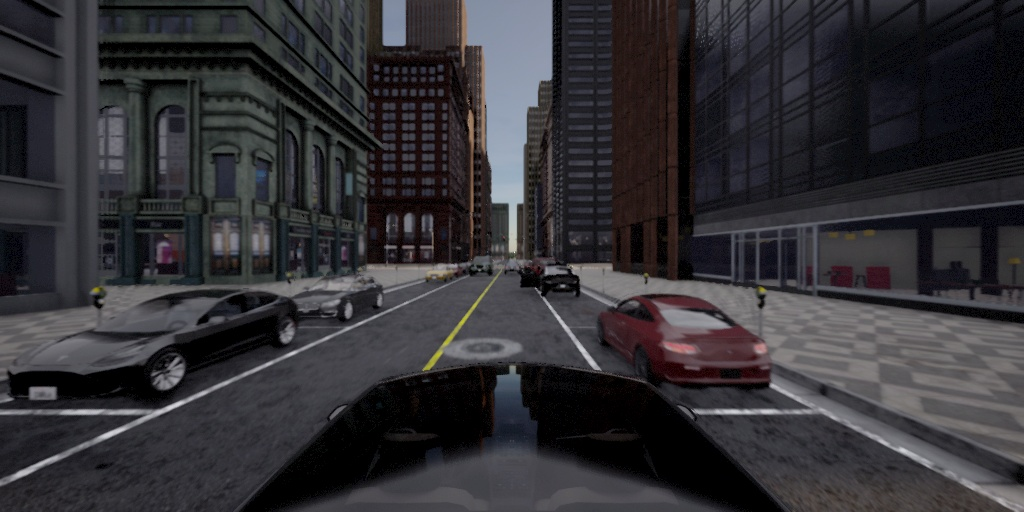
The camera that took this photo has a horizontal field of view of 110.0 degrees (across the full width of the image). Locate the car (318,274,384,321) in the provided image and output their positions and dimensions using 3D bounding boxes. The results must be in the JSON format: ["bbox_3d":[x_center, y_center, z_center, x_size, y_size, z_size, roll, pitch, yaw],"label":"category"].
[{"bbox_3d":[-5.765,1.305,12.223,2.007,1.370,4.403,0,0,0],"label":"car"}]

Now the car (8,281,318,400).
[{"bbox_3d":[-5.764,1.317,6.586,1.948,1.339,4.313,0,0,0],"label":"car"}]

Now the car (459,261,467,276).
[{"bbox_3d":[-5.768,1.355,34.769,1.802,1.307,4.207,0,0,0],"label":"car"}]

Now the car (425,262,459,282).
[{"bbox_3d":[-5.767,1.292,28.963,1.751,1.417,4.829,0,0,0],"label":"car"}]

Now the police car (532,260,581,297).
[{"bbox_3d":[2.364,1.184,19.229,1.930,1.638,5.238,0,0,0],"label":"police car"}]

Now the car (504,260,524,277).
[{"bbox_3d":[0.032,1.329,42.087,2.033,1.411,5.357,0,0,0],"label":"car"}]

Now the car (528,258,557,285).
[{"bbox_3d":[2.758,1.081,29.137,2.192,1.841,5.009,0,0,0],"label":"car"}]

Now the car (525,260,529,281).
[{"bbox_3d":[2.757,1.087,34.773,2.192,1.841,5.009,0,0,0],"label":"car"}]

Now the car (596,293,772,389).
[{"bbox_3d":[2.761,1.334,6.593,1.802,1.307,4.207,0,0,0],"label":"car"}]

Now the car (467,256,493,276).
[{"bbox_3d":[-3.098,0.995,37.302,2.150,2.045,5.566,0,0,0],"label":"car"}]
